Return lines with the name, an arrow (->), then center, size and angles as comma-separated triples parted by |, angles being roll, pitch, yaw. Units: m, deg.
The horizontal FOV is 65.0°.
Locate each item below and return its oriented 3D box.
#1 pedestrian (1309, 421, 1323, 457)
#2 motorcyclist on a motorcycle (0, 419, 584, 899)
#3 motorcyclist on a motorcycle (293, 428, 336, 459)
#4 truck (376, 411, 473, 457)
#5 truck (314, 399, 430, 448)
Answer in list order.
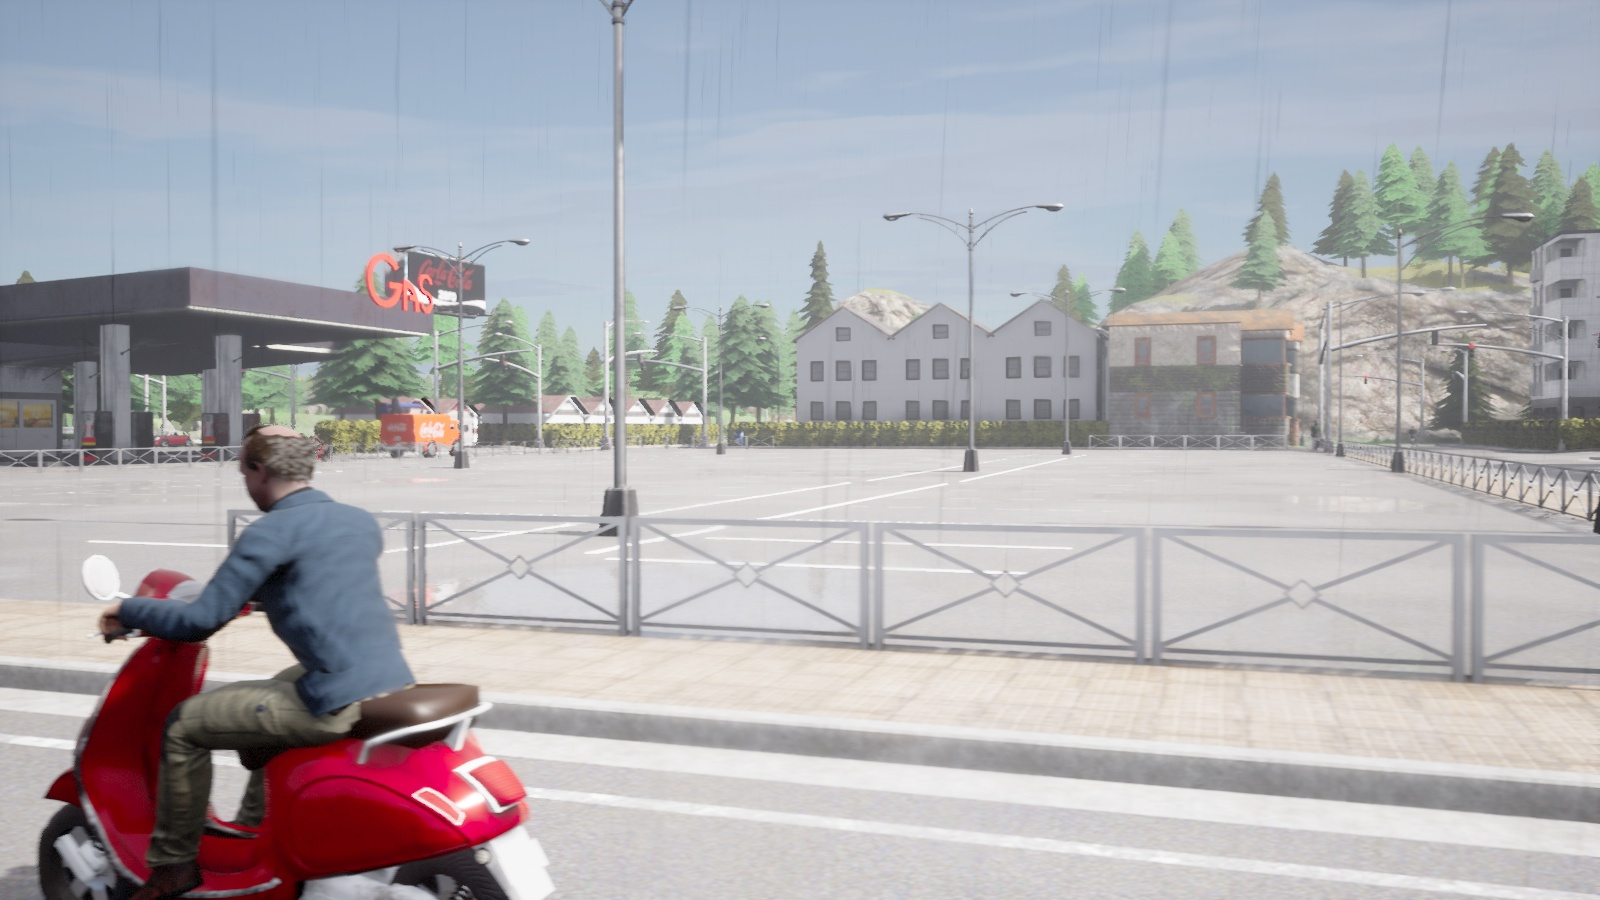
pedestrian -> 28.327, -0.592, 68.932 | 0.423, 1.949, 0.788 | 0, 1, 3
motorcyclist on a motorcycle -> -1.662, 0.709, 3.724 | 1.817, 1.590, 0.866 | 1, 1, 19
motorcyclist on a motorcycle -> -23.894, -0.337, 61.835 | 0.797, 1.523, 2.044 | 1, 1, 20
truck -> -20.909, -0.928, 70.231 | 2.627, 2.467, 5.204 | 1, 1, 19
truck -> -31.460, -1.968, 92.301 | 7.936, 3.462, 2.891 | 0, 2, 19
